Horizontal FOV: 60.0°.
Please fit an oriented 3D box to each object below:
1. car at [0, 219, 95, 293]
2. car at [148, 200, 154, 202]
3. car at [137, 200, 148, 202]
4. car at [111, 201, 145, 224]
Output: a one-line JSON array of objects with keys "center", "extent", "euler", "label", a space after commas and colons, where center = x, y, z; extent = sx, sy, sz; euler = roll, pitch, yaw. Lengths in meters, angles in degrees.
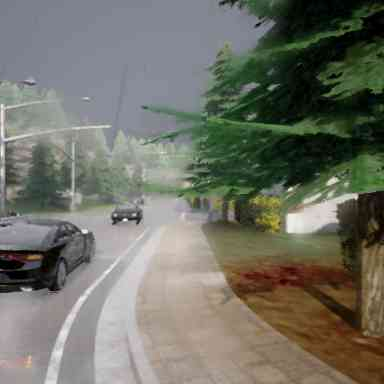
[{"center": [-3.970, 1.460, 8.850], "extent": [1.882, 1.535, 5.008], "euler": [0, 0, -4], "label": "car"}, {"center": [-9.177, 1.134, 69.718], "extent": [2.097, 1.767, 4.553], "euler": [0, 0, -1], "label": "car"}, {"center": [-8.853, 1.411, 54.019], "extent": [2.128, 1.511, 4.902], "euler": [0, 0, -1], "label": "car"}, {"center": [-4.650, 1.570, 24.208], "extent": [1.895, 1.301, 4.718], "euler": [0, 0, -6], "label": "car"}]
